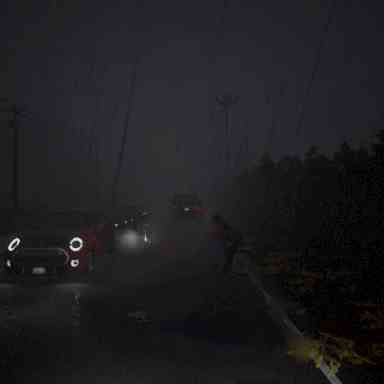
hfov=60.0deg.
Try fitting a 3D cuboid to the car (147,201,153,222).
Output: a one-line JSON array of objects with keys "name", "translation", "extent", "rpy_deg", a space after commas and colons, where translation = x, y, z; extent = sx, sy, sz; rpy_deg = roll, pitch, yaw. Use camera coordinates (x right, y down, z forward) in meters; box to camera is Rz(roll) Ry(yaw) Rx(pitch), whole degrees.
[{"name": "car", "translation": [-4.059, 1.469, 25.742], "extent": [1.837, 1.490, 4.892], "rpy_deg": [0, 0, -1]}]

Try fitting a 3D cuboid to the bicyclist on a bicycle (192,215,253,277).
[{"name": "bicyclist on a bicycle", "translation": [0.812, 1.438, 8.850], "extent": [1.656, 1.620, 0.582], "rpy_deg": [0, 0, -1]}]

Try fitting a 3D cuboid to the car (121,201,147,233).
[{"name": "car", "translation": [-3.995, 1.476, 19.646], "extent": [1.837, 1.490, 4.892], "rpy_deg": [0, 0, -1]}]

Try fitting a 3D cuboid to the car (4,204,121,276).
[{"name": "car", "translation": [-3.802, 1.336, 10.394], "extent": [2.097, 1.767, 4.553], "rpy_deg": [0, 0, -1]}]

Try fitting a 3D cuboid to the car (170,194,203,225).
[{"name": "car", "translation": [-0.401, 1.186, 23.564], "extent": [2.150, 2.045, 5.566], "rpy_deg": [0, 0, -1]}]
